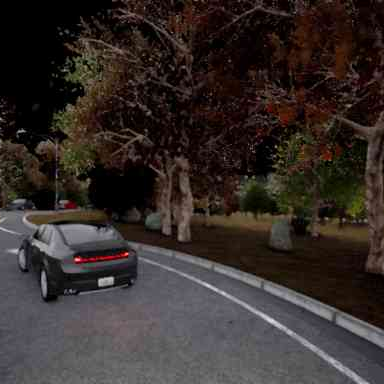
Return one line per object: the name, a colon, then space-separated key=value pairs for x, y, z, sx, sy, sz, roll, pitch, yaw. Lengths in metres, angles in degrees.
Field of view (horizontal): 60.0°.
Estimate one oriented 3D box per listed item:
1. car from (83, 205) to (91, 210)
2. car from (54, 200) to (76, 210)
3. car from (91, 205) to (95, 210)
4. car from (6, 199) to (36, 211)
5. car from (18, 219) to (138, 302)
car: x=-22.334 y=3.567 z=72.763 sx=2.033 sy=1.411 sz=5.357 roll=0 pitch=-4 yaw=-2
car: x=-21.773 y=2.352 z=57.173 sx=2.150 sy=2.045 sz=5.566 roll=0 pitch=-4 yaw=-2
car: x=-18.655 y=3.420 z=68.288 sx=1.882 sy=1.535 sz=5.008 roll=0 pitch=-4 yaw=-2
car: x=-21.186 y=1.640 z=41.393 sx=1.837 sy=1.490 sz=4.892 roll=0 pitch=-2 yaw=-2
car: x=-2.998 y=1.432 z=8.293 sx=1.837 sy=1.490 sz=4.892 roll=0 pitch=1 yaw=-35
